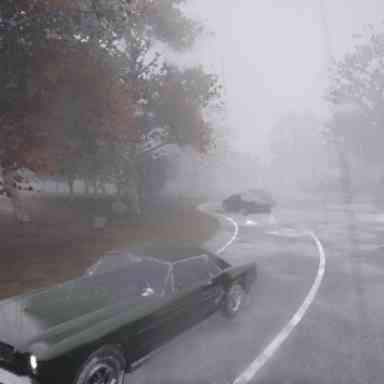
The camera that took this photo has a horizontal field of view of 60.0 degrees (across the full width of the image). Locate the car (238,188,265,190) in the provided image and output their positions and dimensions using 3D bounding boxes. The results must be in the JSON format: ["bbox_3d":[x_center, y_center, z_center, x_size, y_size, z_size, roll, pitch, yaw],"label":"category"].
[{"bbox_3d":[5.941,0.514,29.921,2.097,1.767,4.553,-2,1,-4],"label":"car"}]

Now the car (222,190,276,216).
[{"bbox_3d":[3.919,0.853,24.610,1.882,1.535,5.008,-3,2,-19],"label":"car"}]

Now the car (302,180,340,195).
[{"bbox_3d":[19.365,-0.714,49.885,5.566,2.045,2.150,-2,1,-10],"label":"car"}]

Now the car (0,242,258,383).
[{"bbox_3d":[-0.764,1.564,5.118,1.895,1.301,4.718,-1,1,35],"label":"car"}]

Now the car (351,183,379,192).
[{"bbox_3d":[27.950,-0.739,53.139,4.674,1.442,1.812,-1,2,12],"label":"car"}]
